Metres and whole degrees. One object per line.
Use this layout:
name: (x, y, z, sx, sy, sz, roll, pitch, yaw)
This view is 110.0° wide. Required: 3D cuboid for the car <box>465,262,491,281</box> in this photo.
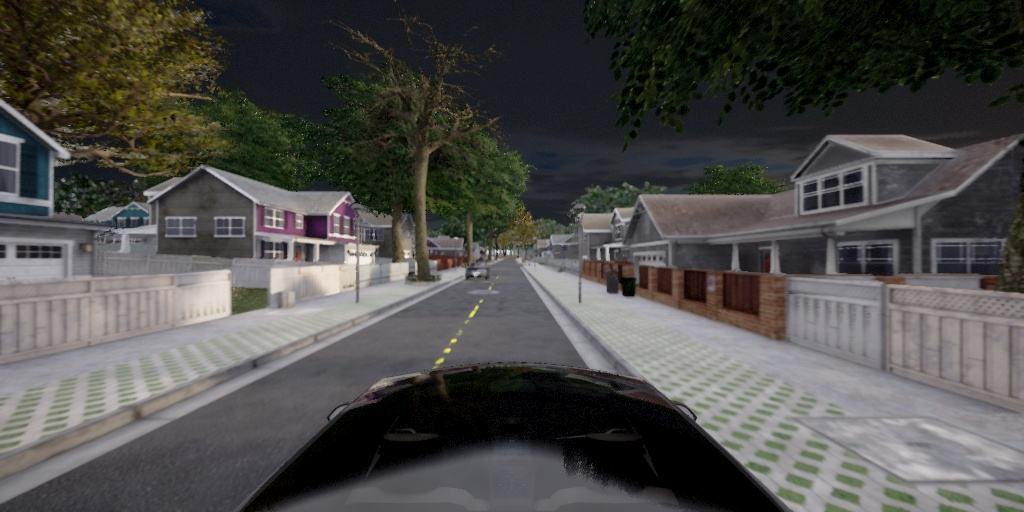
car: (-2.842, 1.251, 30.639, 2.128, 1.511, 4.902, 0, 0, 0)
